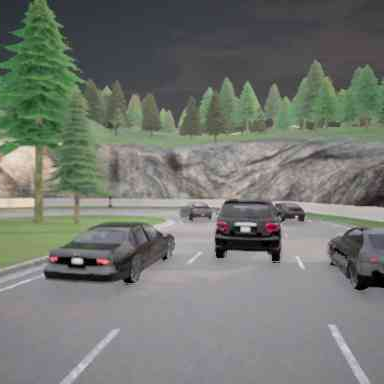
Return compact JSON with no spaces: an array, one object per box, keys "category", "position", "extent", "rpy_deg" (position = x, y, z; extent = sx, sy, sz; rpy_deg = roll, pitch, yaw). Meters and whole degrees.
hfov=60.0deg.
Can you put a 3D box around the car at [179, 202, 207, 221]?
[{"category":"car","position":[0.218,1.588,28.398],"extent":[2.128,1.511,4.902],"rpy_deg":[1,0,-15]}]

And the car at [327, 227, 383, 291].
[{"category":"car","position":[5.025,1.624,9.031],"extent":[1.994,1.385,4.181],"rpy_deg":[0,0,12]}]

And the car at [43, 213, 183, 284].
[{"category":"car","position":[-1.986,1.569,9.726],"extent":[2.033,1.411,5.357],"rpy_deg":[0,0,12]}]

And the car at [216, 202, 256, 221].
[{"category":"car","position":[3.735,1.645,29.218],"extent":[1.812,1.442,4.674],"rpy_deg":[1,0,-15]}]

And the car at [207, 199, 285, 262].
[{"category":"car","position":[2.231,1.273,12.735],"extent":[2.150,2.045,5.566],"rpy_deg":[0,-1,13]}]

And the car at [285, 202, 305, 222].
[{"category":"car","position":[7.626,1.643,27.675],"extent":[1.837,1.490,4.892],"rpy_deg":[2,0,-8]}]
